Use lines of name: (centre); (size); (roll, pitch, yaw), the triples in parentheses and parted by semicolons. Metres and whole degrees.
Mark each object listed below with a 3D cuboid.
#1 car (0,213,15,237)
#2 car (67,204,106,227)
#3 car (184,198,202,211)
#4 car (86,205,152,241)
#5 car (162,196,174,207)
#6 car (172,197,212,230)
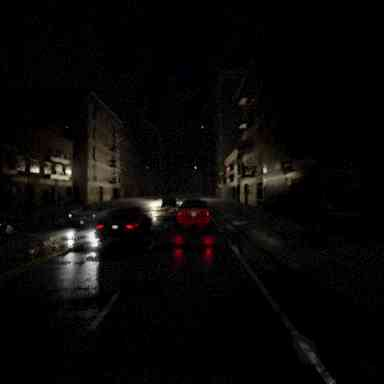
car: (-9.838, 1.492, 14.859); (1.994, 1.385, 4.181); (0, 1, 1)
car: (-6.593, 1.495, 22.119); (1.895, 1.301, 4.718); (0, 0, 0)
car: (0.100, 1.418, 38.929); (1.895, 1.301, 4.718); (0, 0, 0)
car: (-3.156, 1.471, 16.112); (2.033, 1.411, 5.357); (0, 0, 0)
car: (-3.149, 1.276, 46.464); (2.128, 1.511, 4.902); (0, 0, 0)
car: (0.095, 1.253, 20.570); (2.097, 1.767, 4.553); (0, 0, 0)
